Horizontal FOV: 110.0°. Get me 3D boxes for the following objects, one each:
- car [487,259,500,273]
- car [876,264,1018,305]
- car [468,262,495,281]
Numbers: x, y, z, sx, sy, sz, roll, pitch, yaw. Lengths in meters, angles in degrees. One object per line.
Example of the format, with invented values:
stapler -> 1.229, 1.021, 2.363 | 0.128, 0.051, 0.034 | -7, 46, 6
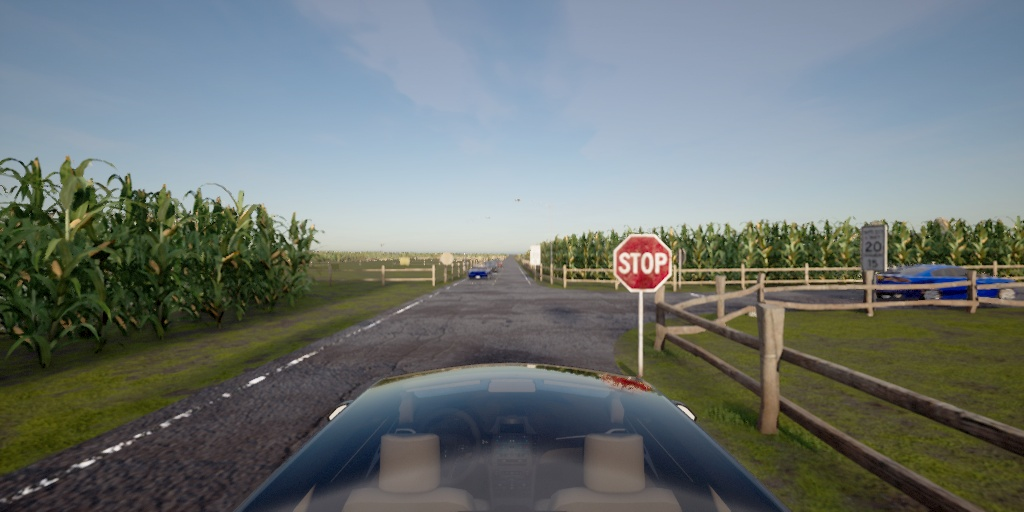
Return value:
car -> -2.858, 1.435, 46.837 | 1.837, 1.490, 4.892 | 0, -1, 0
car -> 17.526, 1.101, 14.743 | 5.008, 1.535, 1.882 | -1, 0, -2
car -> -2.859, 1.475, 32.226 | 1.895, 1.301, 4.718 | 0, 0, 0
